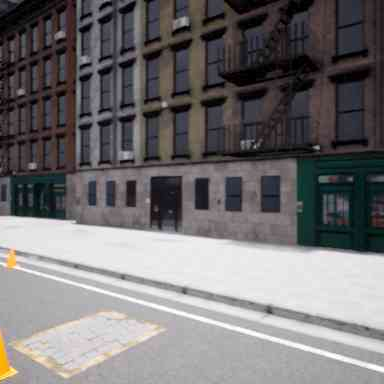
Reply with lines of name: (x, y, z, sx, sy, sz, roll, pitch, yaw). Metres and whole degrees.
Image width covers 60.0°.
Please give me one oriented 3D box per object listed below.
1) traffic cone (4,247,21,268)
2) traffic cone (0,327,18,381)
traffic cone: (-5.428, 1.959, 10.067, 0.340, 0.580, 0.340, 0, 0, 36)
traffic cone: (-2.382, 1.957, 4.090, 0.340, 0.580, 0.340, 0, 0, 36)
